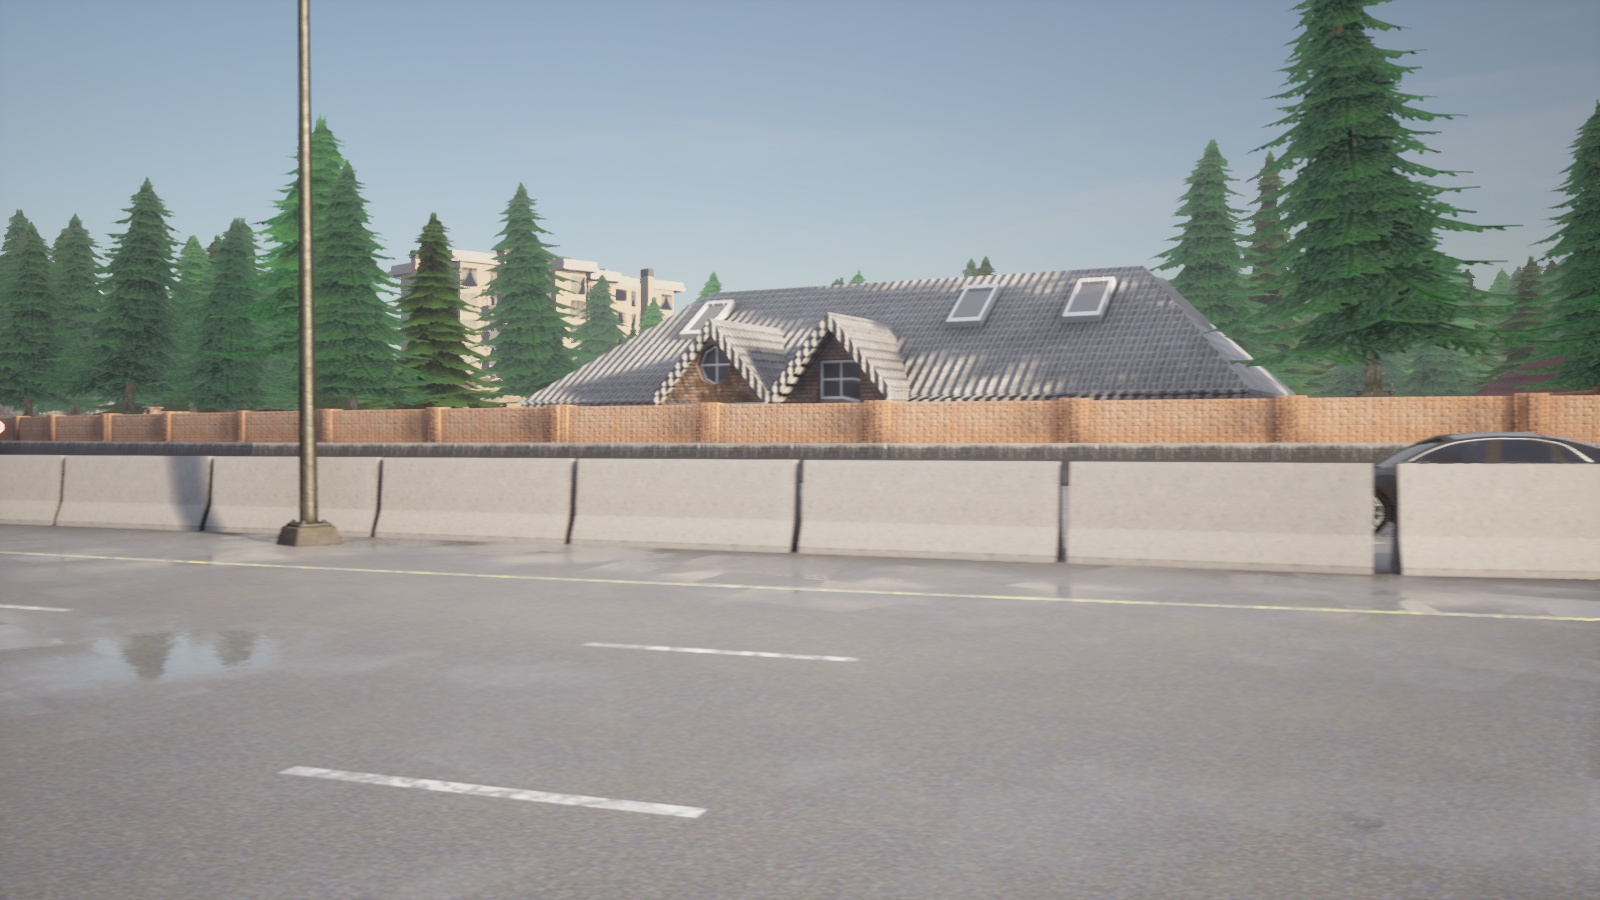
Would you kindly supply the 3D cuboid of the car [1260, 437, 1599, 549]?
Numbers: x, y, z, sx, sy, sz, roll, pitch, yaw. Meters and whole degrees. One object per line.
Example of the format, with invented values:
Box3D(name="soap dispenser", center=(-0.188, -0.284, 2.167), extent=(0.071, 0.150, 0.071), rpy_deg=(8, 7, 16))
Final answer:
Box3D(name="car", center=(9.437, 0.574, 18.513), extent=(4.892, 1.490, 1.837), rpy_deg=(0, 1, 17))
